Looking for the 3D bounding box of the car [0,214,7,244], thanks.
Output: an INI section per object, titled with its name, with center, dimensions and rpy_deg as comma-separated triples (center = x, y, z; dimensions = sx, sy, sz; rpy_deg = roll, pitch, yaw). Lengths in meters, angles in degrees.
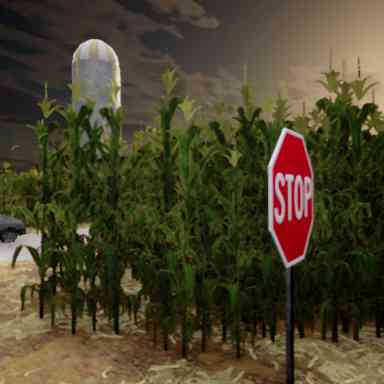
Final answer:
[car]
center = -9.701, 1.616, 14.430
dimensions = 1.812, 1.442, 4.674
rpy_deg = -1, 0, 35
